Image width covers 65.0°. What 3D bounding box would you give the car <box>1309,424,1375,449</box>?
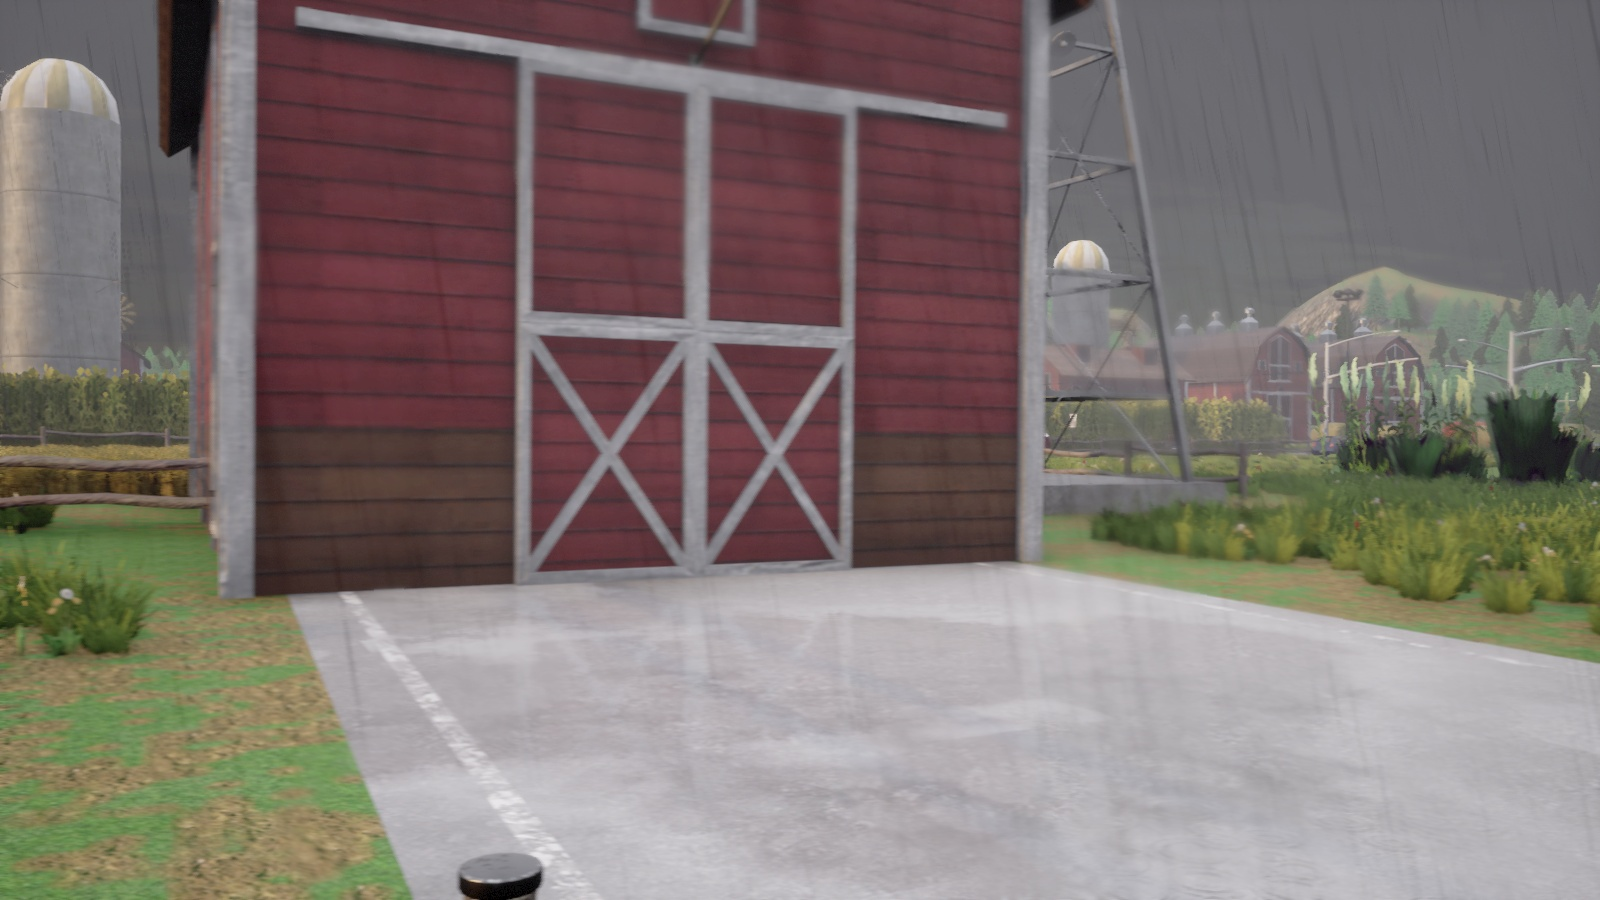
[{"bbox_3d":[33.908,-0.833,78.557,3.633,1.501,1.845,-1,1,-26],"label":"car"}]
